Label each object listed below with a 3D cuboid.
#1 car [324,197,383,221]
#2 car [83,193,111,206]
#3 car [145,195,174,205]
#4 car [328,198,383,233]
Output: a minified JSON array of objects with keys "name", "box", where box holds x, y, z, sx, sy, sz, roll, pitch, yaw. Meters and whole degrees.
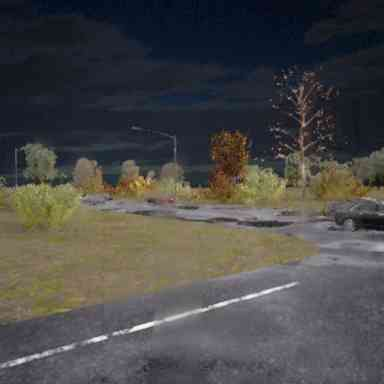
[{"name":"car","box":[11.825,1.105,23.444,1.994,1.385,4.181,-1,1,-37]},{"name":"car","box":[-13.129,1.057,44.750,1.837,1.490,4.892,-1,1,-37]},{"name":"car","box":[-4.507,1.023,44.971,1.895,1.301,4.718,-1,1,-37]},{"name":"car","box":[9.132,1.203,15.403,1.837,1.490,4.892,-1,1,-37]}]
